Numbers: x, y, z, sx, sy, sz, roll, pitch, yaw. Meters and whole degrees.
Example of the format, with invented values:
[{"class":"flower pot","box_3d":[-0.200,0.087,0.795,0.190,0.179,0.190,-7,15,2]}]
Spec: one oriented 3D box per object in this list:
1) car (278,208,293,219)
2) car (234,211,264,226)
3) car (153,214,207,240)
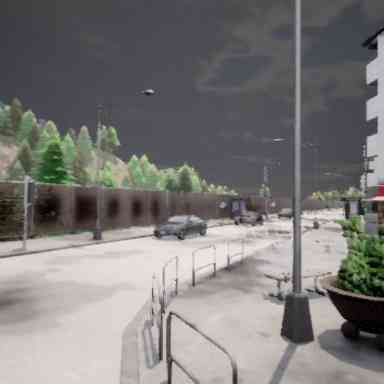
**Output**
[{"class":"car","box_3d":[13.767,3.073,47.782,1.882,1.535,5.008,0,-2,28]},{"class":"car","box_3d":[5.674,2.607,32.964,1.994,1.385,4.181,0,-2,28]},{"class":"car","box_3d":[-0.609,2.157,21.272,1.812,1.442,4.674,0,-2,28]}]
